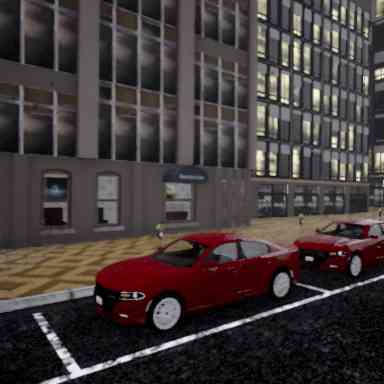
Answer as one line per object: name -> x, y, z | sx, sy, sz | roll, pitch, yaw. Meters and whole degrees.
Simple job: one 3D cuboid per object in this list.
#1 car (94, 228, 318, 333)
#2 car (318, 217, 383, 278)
car -> 0.314, 1.523, 6.769 | 4.507, 1.381, 1.887 | 0, 1, -35
car -> 4.920, 1.493, 10.053 | 4.507, 1.381, 1.887 | 0, 1, -35
